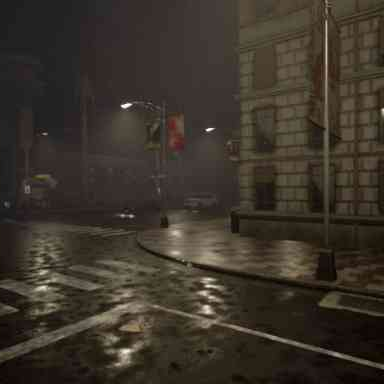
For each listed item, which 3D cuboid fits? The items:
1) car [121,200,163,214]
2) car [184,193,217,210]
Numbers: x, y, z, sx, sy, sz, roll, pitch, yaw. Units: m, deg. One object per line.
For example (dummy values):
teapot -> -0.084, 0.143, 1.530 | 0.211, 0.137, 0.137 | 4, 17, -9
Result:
car -> -5.027, 1.545, 35.640 | 2.033, 1.411, 5.357 | 0, 0, 36
car -> 1.211, 1.220, 44.048 | 2.150, 2.045, 5.566 | 0, 0, 37
